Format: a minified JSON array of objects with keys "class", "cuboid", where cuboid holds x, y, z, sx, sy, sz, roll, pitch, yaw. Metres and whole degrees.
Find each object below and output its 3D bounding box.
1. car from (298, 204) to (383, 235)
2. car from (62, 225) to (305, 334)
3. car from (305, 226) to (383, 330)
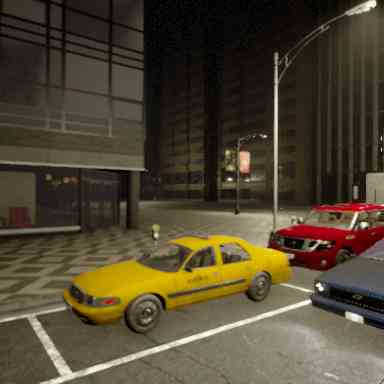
[{"class":"car","cuboid":[4.569,1.315,10.015,5.009,1.841,2.192,0,0,-35]},{"class":"car","cuboid":[-0.015,1.525,6.746,4.829,1.417,1.752,0,1,-35]},{"class":"car","cuboid":[4.686,1.547,6.650,5.357,1.411,2.033,0,0,-35]}]
